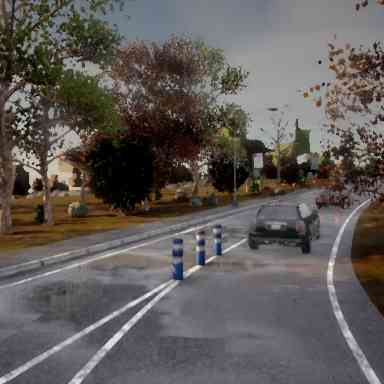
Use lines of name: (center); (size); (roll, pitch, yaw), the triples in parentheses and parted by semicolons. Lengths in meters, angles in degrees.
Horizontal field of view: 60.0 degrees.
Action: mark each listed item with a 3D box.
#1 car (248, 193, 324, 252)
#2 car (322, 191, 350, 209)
car: (3.772, 1.115, 13.118); (2.097, 1.767, 4.553); (0, 2, 26)
car: (11.118, 0.533, 26.044); (1.895, 1.301, 4.718); (-1, 3, 33)
